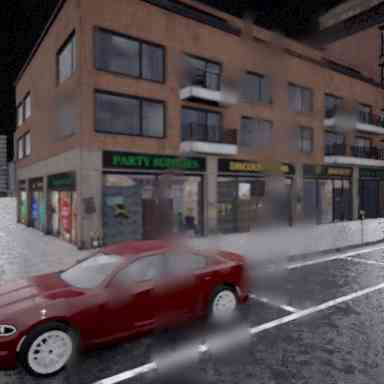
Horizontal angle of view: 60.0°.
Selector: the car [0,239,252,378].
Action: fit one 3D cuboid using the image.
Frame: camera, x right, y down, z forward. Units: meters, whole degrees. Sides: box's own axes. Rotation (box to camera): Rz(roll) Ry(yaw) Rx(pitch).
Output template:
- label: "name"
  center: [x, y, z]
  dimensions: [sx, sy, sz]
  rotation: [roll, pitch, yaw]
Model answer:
- label: "car"
  center: [-0.990, 1.531, 5.501]
  dimensions: [4.507, 1.381, 1.887]
  rotation: [0, 0, -35]
